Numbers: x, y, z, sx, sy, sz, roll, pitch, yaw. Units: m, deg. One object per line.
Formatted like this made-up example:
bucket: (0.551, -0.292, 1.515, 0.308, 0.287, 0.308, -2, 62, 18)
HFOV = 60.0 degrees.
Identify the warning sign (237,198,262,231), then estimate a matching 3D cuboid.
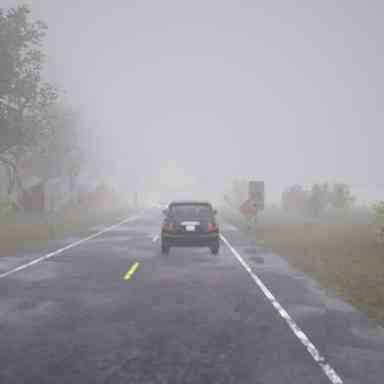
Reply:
warning sign: (3.377, 1.285, 19.648, 1.300, 1.860, 1.060, 1, 0, -1)

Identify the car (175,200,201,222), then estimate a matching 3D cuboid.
car: (-0.421, 1.596, 29.159, 2.097, 1.767, 4.553, 0, -1, -2)

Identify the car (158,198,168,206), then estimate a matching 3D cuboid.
car: (-6.144, 2.018, 70.798, 1.882, 1.535, 5.008, 0, 0, -4)

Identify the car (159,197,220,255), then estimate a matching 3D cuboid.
car: (-0.087, 1.341, 14.086, 2.150, 2.045, 5.566, 0, 0, -1)

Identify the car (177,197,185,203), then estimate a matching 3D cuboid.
car: (-3.029, 2.156, 89.697, 1.837, 1.490, 4.892, 0, 0, -6)
